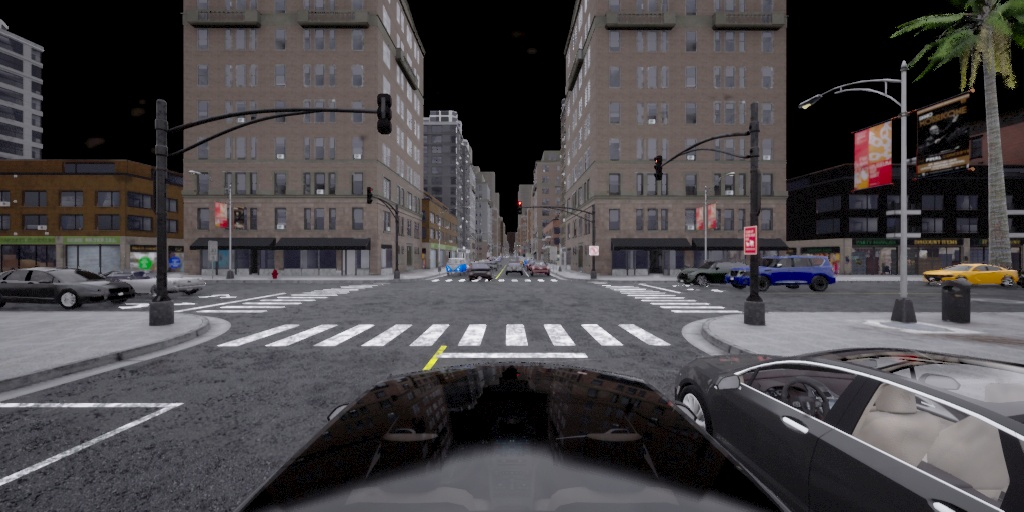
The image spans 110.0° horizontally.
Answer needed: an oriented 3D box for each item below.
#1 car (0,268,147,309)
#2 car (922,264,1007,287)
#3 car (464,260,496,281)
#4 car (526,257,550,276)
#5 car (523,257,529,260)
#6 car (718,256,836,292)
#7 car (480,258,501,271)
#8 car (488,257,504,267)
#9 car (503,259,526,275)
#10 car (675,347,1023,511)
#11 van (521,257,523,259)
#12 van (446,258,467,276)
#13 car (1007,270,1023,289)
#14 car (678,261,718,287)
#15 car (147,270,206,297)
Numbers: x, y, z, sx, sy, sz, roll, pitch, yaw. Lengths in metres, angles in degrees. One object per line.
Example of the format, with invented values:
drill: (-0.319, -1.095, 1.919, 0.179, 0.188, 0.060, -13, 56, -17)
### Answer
car: (-17.944, 1.231, 14.202, 4.892, 1.490, 1.837, 1, 0, 0)
car: (31.099, 1.273, 24.428, 5.008, 1.535, 1.882, 0, 0, 0)
car: (-2.698, 1.299, 30.038, 2.033, 1.411, 5.357, 0, 0, -5)
car: (2.799, 1.192, 36.997, 1.967, 1.591, 4.097, 0, 0, 0)
car: (2.844, 1.193, 48.335, 1.967, 1.591, 4.097, 0, 0, 0)
car: (15.704, 0.993, 21.093, 5.566, 2.045, 2.150, 0, 0, 0)
car: (-2.919, 1.317, 47.729, 1.994, 1.385, 4.181, 0, 0, 1)
car: (-2.835, 1.316, 62.947, 1.994, 1.385, 4.181, 0, 0, 1)
car: (0.243, 1.300, 39.820, 2.033, 1.411, 5.357, 0, 0, 0)
car: (2.668, 1.300, 2.347, 2.007, 1.370, 4.403, 0, 0, 0)
van: (2.890, 1.094, 59.674, 1.690, 1.789, 3.998, 0, 0, 0)
van: (-5.727, 1.093, 37.030, 1.690, 1.789, 3.998, 0, 0, 0)
car: (33.115, 1.308, 21.187, 4.892, 1.490, 1.837, 0, 0, 0)
car: (13.783, 1.118, 24.332, 4.553, 1.767, 2.097, 0, 0, 0)
car: (-17.907, 1.324, 17.451, 4.718, 1.301, 1.895, 0, 0, 0)
